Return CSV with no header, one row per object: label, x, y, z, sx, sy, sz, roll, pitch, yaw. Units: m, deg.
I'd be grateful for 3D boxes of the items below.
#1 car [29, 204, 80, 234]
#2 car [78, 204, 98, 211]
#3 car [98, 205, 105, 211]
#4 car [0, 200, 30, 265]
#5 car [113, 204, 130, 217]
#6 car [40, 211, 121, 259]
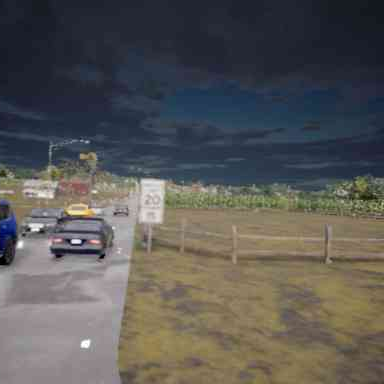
car,-8.067,1.627,18.747,2.128,1.511,4.902,3,-2,-9
car,-9.591,1.791,28.301,1.882,1.535,5.008,3,-2,-9
car,-11.149,2.103,38.230,1.895,1.301,4.718,3,-2,-9
car,-6.411,1.180,8.710,2.150,2.045,5.566,3,-2,-10
car,-8.757,2.255,41.388,2.033,1.411,5.357,3,-2,-9
car,-4.254,1.738,13.547,2.033,1.411,5.357,3,-2,-9
